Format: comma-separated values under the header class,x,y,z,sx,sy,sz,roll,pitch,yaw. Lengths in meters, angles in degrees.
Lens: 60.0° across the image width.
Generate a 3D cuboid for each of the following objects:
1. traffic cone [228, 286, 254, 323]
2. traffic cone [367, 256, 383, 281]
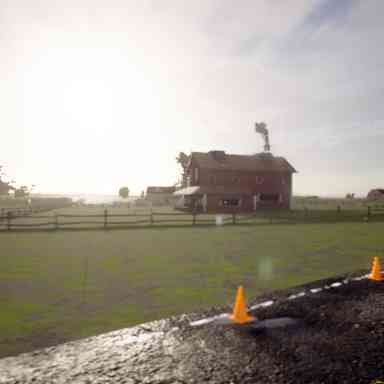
class,x,y,z,sx,sy,sz,roll,pitch,yaw
traffic cone,0.885,1.991,6.006,0.340,0.580,0.340,1,0,-36
traffic cone,4.951,2.026,8.916,0.340,0.580,0.340,0,0,-36
